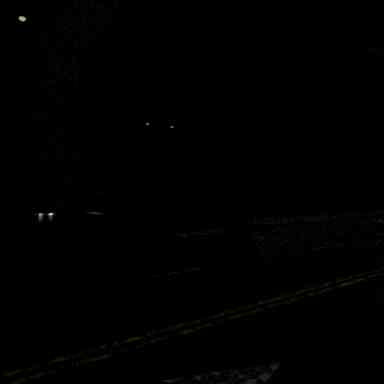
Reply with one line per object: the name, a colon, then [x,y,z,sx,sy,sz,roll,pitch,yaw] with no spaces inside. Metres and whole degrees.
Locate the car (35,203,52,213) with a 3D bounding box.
car: [-24.169,2.648,54.088,1.837,1.490,4.892,-1,-1,-35]
